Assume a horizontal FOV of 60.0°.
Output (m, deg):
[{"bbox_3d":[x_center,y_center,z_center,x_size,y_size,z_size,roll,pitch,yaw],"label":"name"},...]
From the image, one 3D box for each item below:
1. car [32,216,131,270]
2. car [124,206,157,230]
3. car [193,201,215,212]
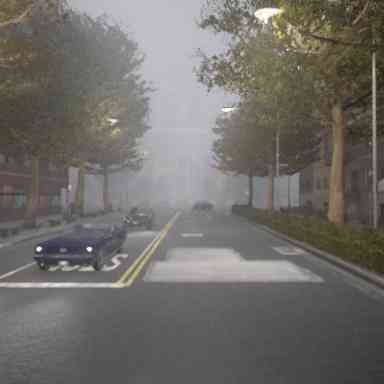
[{"bbox_3d":[-3.616,1.726,11.601,1.895,1.301,4.718,0,-1,1],"label":"car"},{"bbox_3d":[-3.585,1.755,23.505,1.837,1.490,4.892,0,0,0],"label":"car"},{"bbox_3d":[1.708,2.013,47.359,1.837,1.490,4.892,-1,0,23],"label":"car"}]
